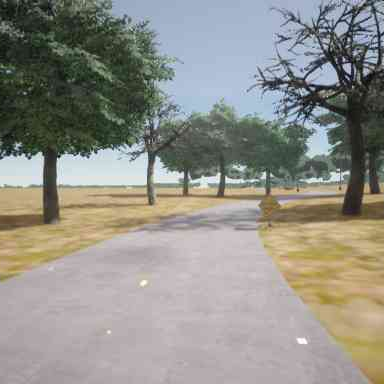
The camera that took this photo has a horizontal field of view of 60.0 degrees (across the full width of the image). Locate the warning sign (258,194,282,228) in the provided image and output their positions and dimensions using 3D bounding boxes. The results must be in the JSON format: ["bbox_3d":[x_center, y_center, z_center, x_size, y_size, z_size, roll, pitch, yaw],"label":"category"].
[{"bbox_3d":[4.440,1.071,19.033,1.300,1.860,1.060,0,0,11],"label":"warning sign"}]
